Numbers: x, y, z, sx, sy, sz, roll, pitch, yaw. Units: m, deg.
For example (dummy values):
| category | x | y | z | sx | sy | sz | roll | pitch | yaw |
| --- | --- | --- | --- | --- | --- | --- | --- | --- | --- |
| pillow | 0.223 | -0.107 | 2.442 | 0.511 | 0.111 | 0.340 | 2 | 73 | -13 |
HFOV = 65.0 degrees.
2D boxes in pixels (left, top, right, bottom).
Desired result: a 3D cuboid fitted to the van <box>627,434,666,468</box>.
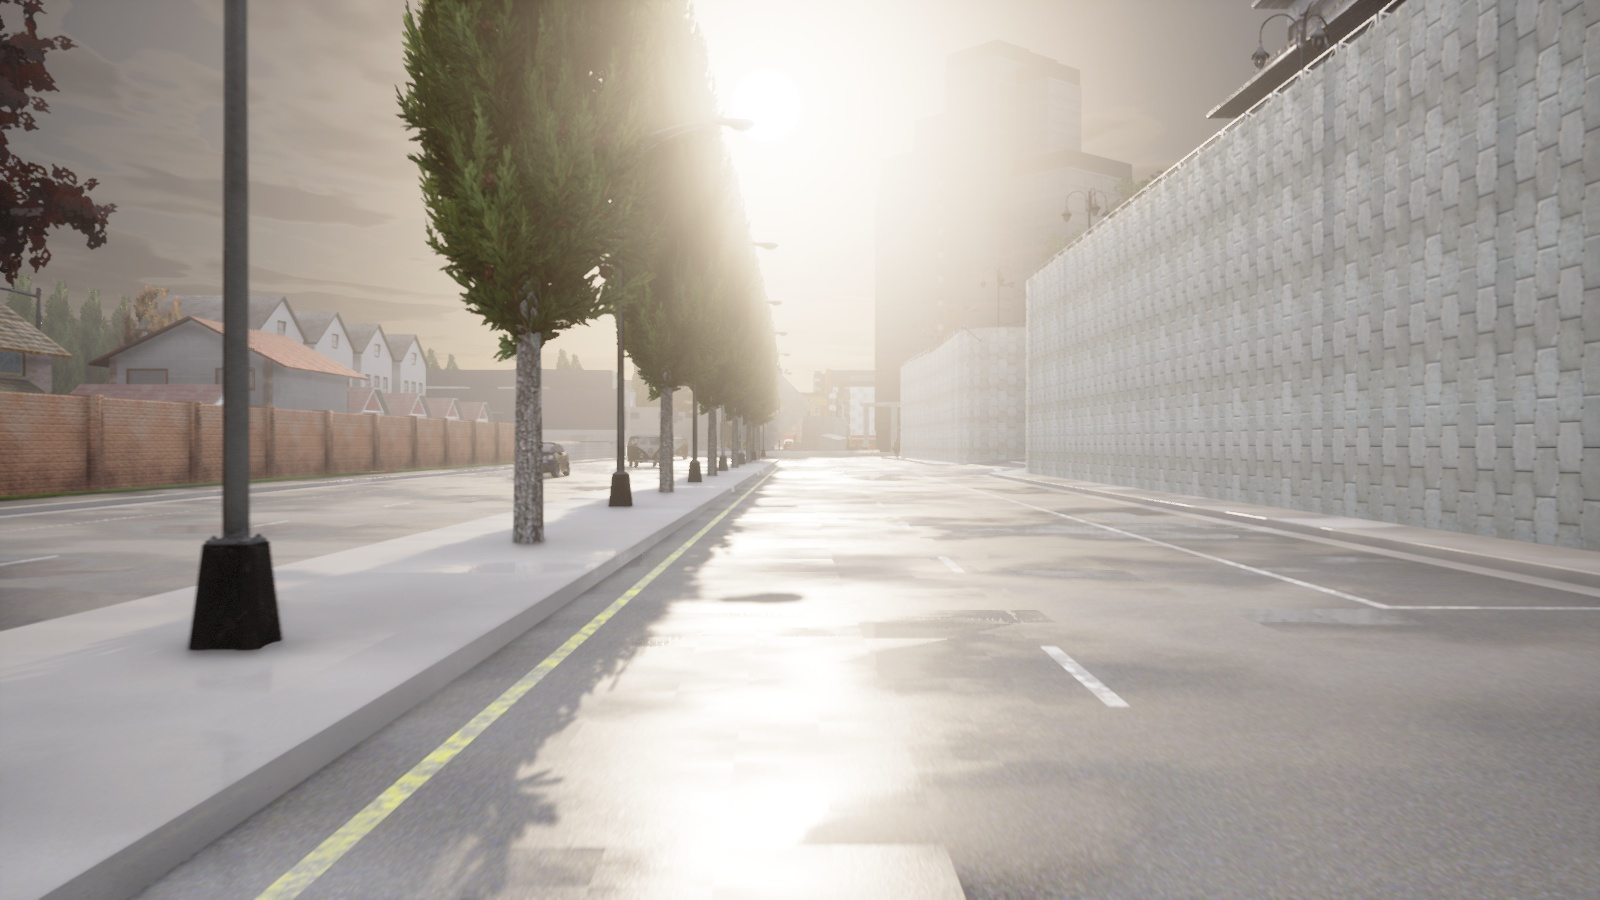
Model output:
| category | x | y | z | sx | sy | sz | roll | pitch | yaw |
| --- | --- | --- | --- | --- | --- | --- | --- | --- | --- |
| van | -9.298 | 0.047 | 75.745 | 1.775 | 1.987 | 4.442 | 0 | 0 | -14 |

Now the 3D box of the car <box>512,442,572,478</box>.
| category | x | y | z | sx | sy | sz | roll | pitch | yaw |
| --- | --- | --- | --- | --- | --- | --- | --- | --- | --- |
| car | -11.188 | 0.420 | 54.725 | 1.845 | 1.501 | 3.633 | 0 | 0 | 0 |
